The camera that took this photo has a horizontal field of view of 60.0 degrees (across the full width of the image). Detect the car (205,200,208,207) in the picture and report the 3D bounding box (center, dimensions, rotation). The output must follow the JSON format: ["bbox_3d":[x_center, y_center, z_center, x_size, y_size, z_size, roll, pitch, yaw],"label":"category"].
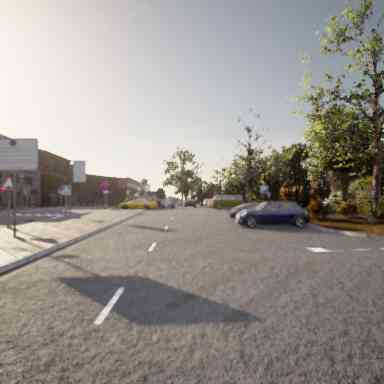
[{"bbox_3d":[5.065,1.697,48.439,5.366,1.575,1.946,0,-1,0],"label":"car"}]

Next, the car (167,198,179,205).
[{"bbox_3d":[-3.630,1.795,64.109,1.994,1.385,4.181,0,-2,-1],"label":"car"}]

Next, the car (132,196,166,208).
[{"bbox_3d":[-7.451,1.680,58.337,5.566,2.045,2.435,0,-2,-1],"label":"car"}]

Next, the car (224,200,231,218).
[{"bbox_3d":[5.050,1.536,24.851,4.674,1.452,2.002,0,0,0],"label":"car"}]

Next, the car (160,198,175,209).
[{"bbox_3d":[-3.545,1.712,48.548,2.128,1.511,4.902,0,-1,0],"label":"car"}]

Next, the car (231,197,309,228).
[{"bbox_3d":[5.122,1.367,21.681,4.553,1.767,2.185,0,0,0],"label":"car"}]

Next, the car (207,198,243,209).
[{"bbox_3d":[5.043,1.751,51.100,5.366,1.575,1.946,0,-1,0],"label":"car"}]

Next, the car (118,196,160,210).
[{"bbox_3d":[-7.554,1.655,46.186,5.366,1.575,1.946,0,-1,0],"label":"car"}]

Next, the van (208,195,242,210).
[{"bbox_3d":[4.787,1.425,45.647,4.442,1.987,1.878,0,-1,0],"label":"van"}]

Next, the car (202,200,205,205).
[{"bbox_3d":[4.710,1.802,62.279,5.566,2.045,2.435,0,-2,-1],"label":"car"}]

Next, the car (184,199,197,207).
[{"bbox_3d":[-0.278,1.972,58.781,1.837,1.490,4.892,0,-1,0],"label":"car"}]

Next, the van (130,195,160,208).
[{"bbox_3d":[-7.304,1.551,52.147,4.442,1.987,1.878,0,-1,0],"label":"van"}]
